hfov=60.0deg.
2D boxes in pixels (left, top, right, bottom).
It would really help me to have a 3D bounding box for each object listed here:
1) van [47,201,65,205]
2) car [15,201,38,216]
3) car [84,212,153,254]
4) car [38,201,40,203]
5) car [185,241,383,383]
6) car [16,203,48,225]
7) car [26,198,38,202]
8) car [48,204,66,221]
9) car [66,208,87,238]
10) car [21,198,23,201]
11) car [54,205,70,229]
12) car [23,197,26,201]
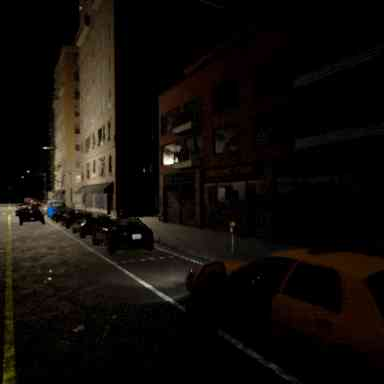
[{"bbox_3d":[-13.975,1.791,34.134,1.690,1.788,3.998,0,-1,-29],"label":"van"},{"bbox_3d":[-18.806,2.088,37.514,1.994,1.385,4.181,0,0,-28],"label":"car"},{"bbox_3d":[-3.066,1.729,14.251,1.947,1.339,4.313,0,-1,-29],"label":"car"},{"bbox_3d":[-16.782,2.044,39.251,1.752,1.417,4.829,0,-1,-29],"label":"car"},{"bbox_3d":[1.708,1.485,4.887,1.801,1.575,5.366,0,-1,-29],"label":"car"},{"bbox_3d":[-13.342,1.913,27.585,1.812,1.442,4.674,0,0,-28],"label":"car"},{"bbox_3d":[-29.780,2.280,62.945,1.967,1.590,4.097,0,-1,-29],"label":"car"},{"bbox_3d":[-11.245,1.963,29.161,1.802,1.307,4.206,0,-1,-29],"label":"car"},{"bbox_3d":[-5.793,1.803,19.220,1.947,1.339,4.313,0,-1,-29],"label":"car"},{"bbox_3d":[-40.523,2.641,82.529,2.008,1.369,4.403,0,-1,-29],"label":"car"},{"bbox_3d":[-8.519,1.861,24.190,2.008,1.369,4.403,0,-1,-29],"label":"car"},{"bbox_3d":[-35.153,2.284,72.738,2.192,1.841,5.009,0,-1,-29],"label":"car"}]
